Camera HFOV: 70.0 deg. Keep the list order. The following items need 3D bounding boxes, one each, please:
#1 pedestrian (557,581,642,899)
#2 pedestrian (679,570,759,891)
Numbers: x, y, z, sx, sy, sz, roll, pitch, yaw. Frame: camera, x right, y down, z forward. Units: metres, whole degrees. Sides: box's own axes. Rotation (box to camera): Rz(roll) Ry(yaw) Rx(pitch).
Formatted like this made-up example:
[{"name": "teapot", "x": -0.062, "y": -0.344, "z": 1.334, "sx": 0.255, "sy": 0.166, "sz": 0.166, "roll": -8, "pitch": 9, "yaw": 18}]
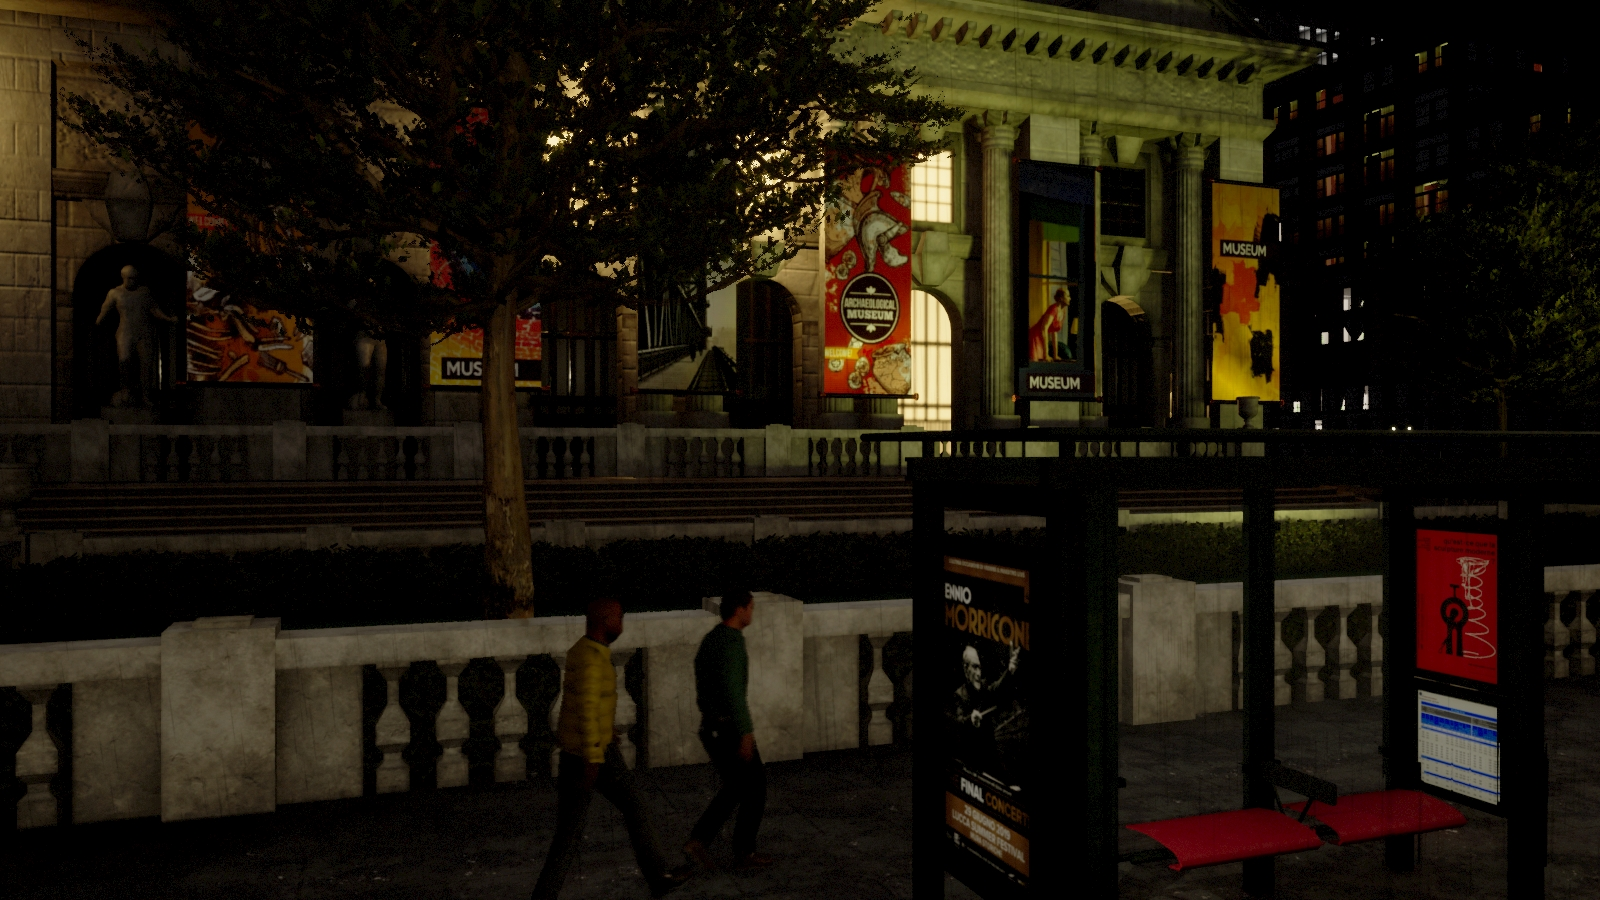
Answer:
[{"name": "pedestrian", "x": -1.136, "y": 1.697, "z": 6.452, "sx": 0.375, "sy": 1.860, "sz": 0.375, "roll": 0, "pitch": 0, "yaw": -27}, {"name": "pedestrian", "x": -0.505, "y": 1.698, "z": 7.059, "sx": 0.375, "sy": 1.860, "sz": 0.375, "roll": 0, "pitch": 0, "yaw": -28}]
